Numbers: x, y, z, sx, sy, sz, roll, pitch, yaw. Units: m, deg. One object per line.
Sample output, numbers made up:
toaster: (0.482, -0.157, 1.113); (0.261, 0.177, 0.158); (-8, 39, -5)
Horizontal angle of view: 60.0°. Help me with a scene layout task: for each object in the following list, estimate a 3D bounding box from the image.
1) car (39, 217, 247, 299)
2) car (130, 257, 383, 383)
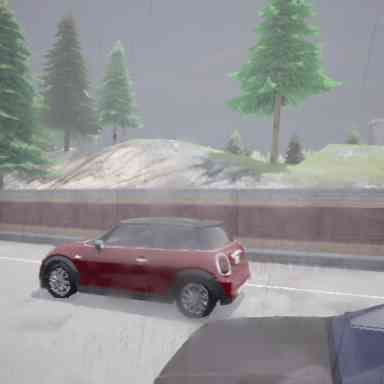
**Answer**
car: (-1.076, 1.348, 7.349); (4.553, 1.767, 2.097); (0, 0, 21)
car: (2.284, 1.548, 2.295); (5.357, 1.411, 2.033); (0, 0, 20)
